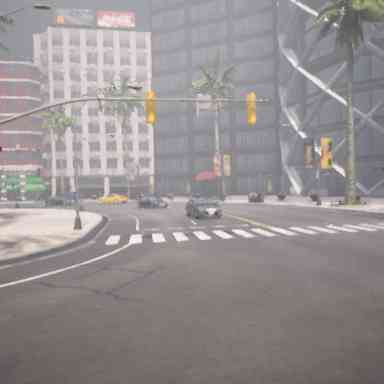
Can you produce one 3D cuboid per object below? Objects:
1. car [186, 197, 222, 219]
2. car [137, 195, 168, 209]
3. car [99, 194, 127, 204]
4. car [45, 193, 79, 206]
[{"bbox_3d":[0.799,1.123,24.883,2.128,1.511,4.902,-2,1,-12],"label":"car"},{"bbox_3d":[-4.510,1.125,37.258,1.812,1.442,4.674,-2,1,-37],"label":"car"},{"bbox_3d":[-12.738,1.066,53.673,5.008,1.535,1.882,-1,1,28],"label":"car"},{"bbox_3d":[-19.491,1.326,49.322,4.902,1.511,2.128,-1,1,23],"label":"car"}]
